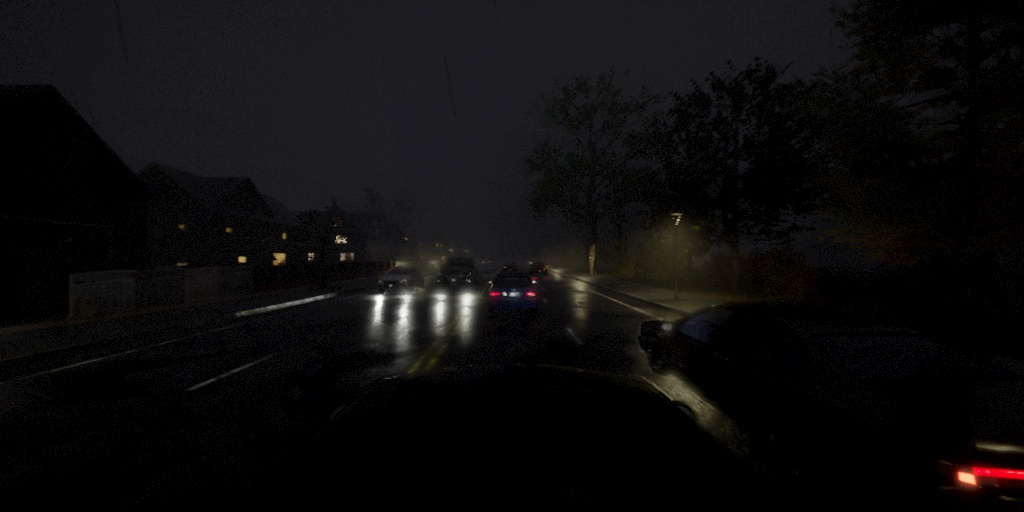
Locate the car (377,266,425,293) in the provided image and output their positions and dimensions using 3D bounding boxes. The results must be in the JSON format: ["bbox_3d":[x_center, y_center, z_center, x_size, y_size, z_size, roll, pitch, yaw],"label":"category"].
[{"bbox_3d":[-6.685,1.379,22.102,1.812,1.442,4.674,0,0,0],"label":"car"}]

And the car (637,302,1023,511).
[{"bbox_3d":[3.338,1.305,4.508,2.033,1.411,5.357,0,0,0],"label":"car"}]

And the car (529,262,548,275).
[{"bbox_3d":[3.045,1.437,41.626,1.812,1.442,4.674,0,0,0],"label":"car"}]

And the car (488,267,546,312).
[{"bbox_3d":[0.020,1.357,14.633,2.033,1.411,5.357,0,0,-1],"label":"car"}]

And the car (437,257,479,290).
[{"bbox_3d":[-3.429,1.080,23.782,2.150,2.045,5.566,0,-1,0],"label":"car"}]

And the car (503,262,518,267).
[{"bbox_3d":[-0.231,1.454,44.903,1.812,1.442,4.674,0,0,0],"label":"car"}]
